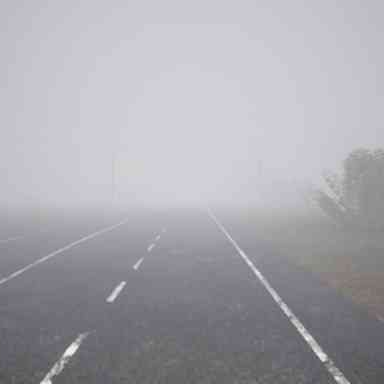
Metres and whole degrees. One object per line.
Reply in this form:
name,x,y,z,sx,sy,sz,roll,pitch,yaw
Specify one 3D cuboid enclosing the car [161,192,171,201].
car,-6.477,1.130,83.812,2.150,2.045,5.566,0,0,0
